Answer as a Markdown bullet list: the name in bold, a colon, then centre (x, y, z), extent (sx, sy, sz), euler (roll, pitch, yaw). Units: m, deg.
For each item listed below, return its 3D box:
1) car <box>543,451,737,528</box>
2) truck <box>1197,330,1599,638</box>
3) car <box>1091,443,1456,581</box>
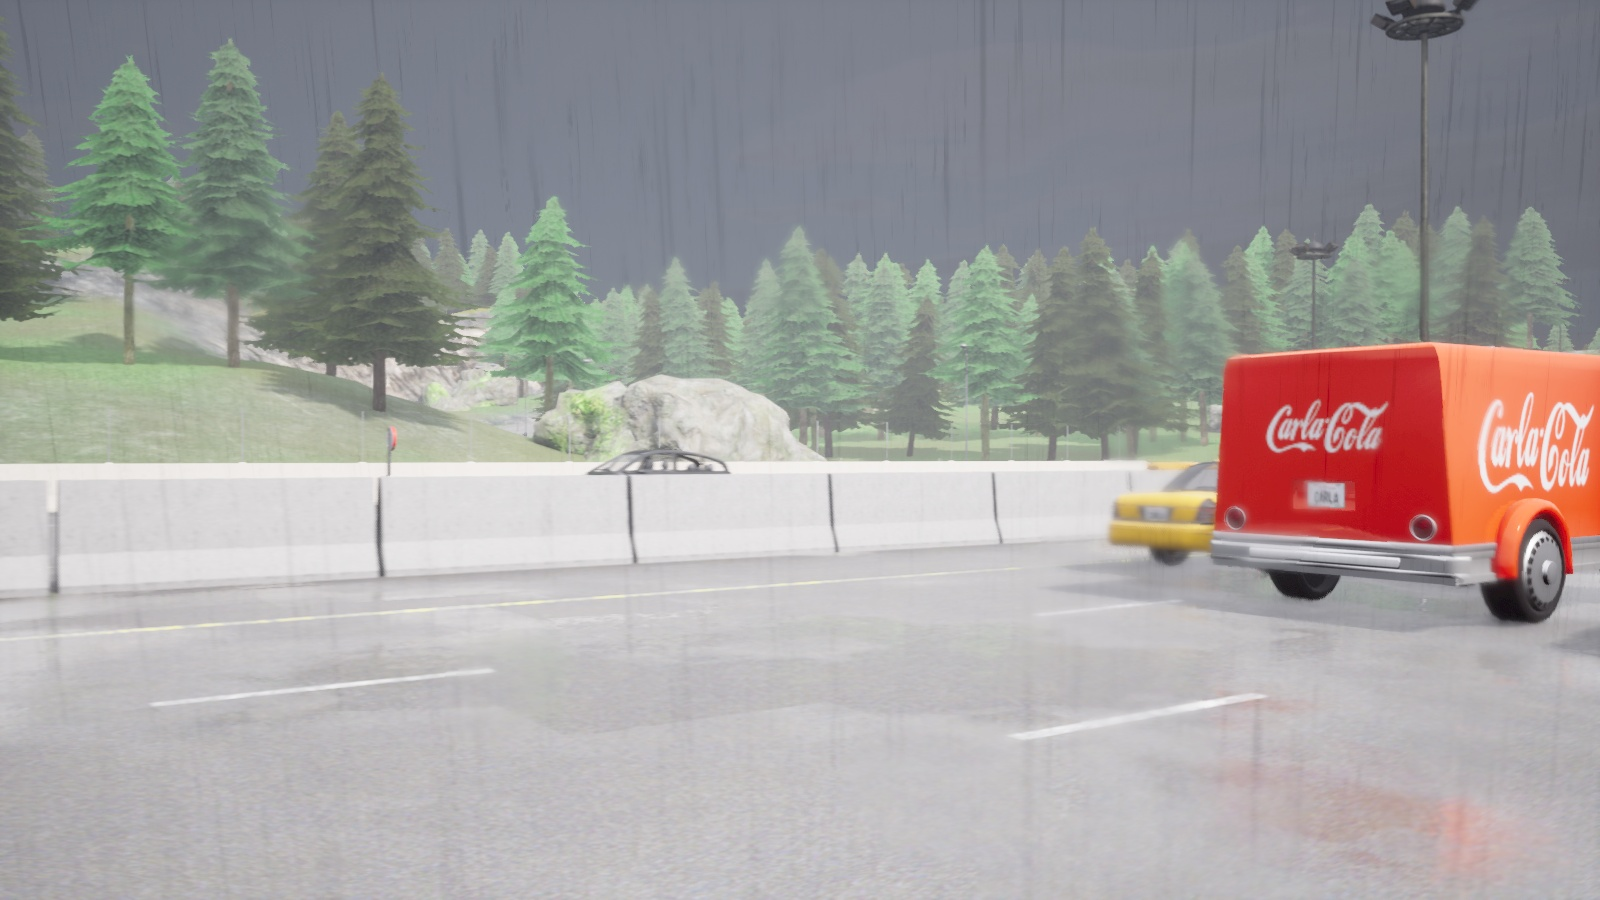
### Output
- **car**: centre (-3.404, 0.796, 26.872), extent (3.705, 1.549, 1.789), euler (0, 0, -34)
- **truck**: centre (6.754, 0.275, 12.625), extent (5.204, 2.467, 2.627), euler (0, 0, -35)
- **car**: centre (6.393, 0.711, 16.637), extent (5.366, 1.575, 1.801), euler (0, 0, -35)
